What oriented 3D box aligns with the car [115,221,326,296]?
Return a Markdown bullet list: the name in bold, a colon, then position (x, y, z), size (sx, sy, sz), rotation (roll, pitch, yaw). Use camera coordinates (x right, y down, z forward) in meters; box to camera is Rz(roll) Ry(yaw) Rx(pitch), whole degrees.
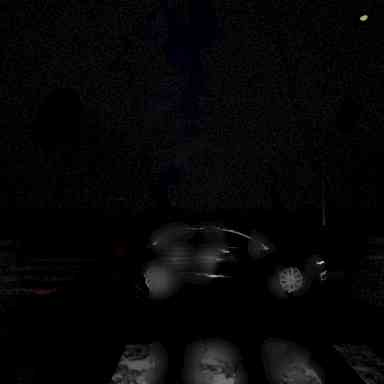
- **car**: position (0.647, 1.482, 7.999), size (4.892, 1.490, 1.837), rotation (0, 0, 1)
